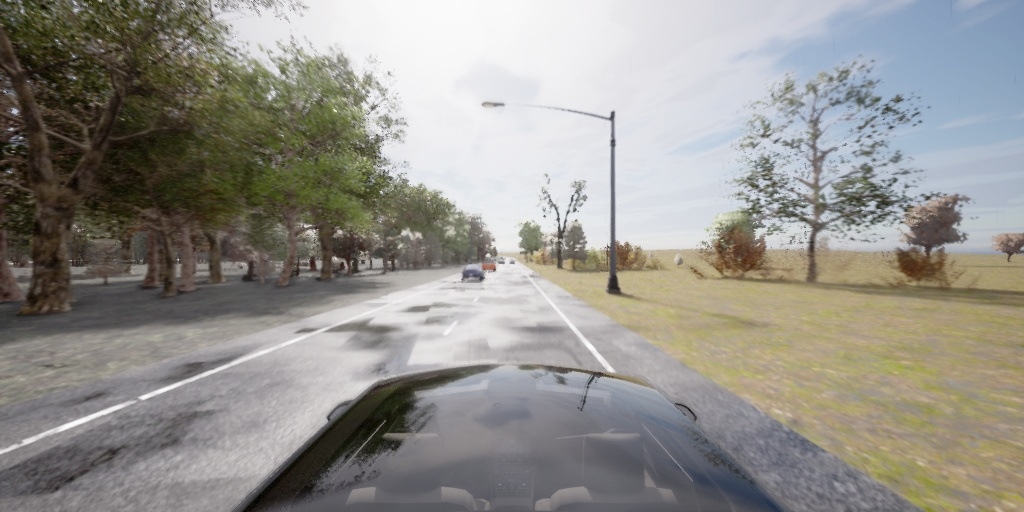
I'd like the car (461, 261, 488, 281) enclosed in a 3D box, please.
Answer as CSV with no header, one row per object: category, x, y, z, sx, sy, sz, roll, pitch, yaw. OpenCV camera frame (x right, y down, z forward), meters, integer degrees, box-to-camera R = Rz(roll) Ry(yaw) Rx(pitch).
car,-3.475,1.482,32.918,1.812,1.442,4.674,0,0,0

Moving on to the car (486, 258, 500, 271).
car,-3.460,1.447,55.731,2.097,1.767,4.553,0,0,0
